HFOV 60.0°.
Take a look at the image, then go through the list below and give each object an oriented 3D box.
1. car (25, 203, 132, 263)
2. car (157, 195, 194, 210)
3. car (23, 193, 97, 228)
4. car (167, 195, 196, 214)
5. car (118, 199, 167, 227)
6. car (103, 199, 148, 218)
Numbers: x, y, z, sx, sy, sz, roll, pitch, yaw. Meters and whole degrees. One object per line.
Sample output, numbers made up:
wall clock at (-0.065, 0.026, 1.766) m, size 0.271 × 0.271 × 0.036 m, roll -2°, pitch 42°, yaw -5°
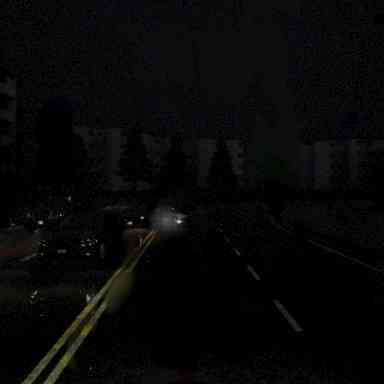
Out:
car at (-3.644, 1.376, 11.841) m, size 1.882 × 1.535 × 5.008 m, roll 0°, pitch 1°, yaw 1°
car at (-1.831, 1.145, 38.710) m, size 2.128 × 1.511 × 4.902 m, roll 0°, pitch 1°, yaw 27°
car at (-6.974, 1.065, 18.447) m, size 2.150 × 2.045 × 5.566 m, roll 0°, pitch 1°, yaw 4°
car at (-1.047, 1.281, 31.468) m, size 1.994 × 1.385 × 4.181 m, roll 0°, pitch 1°, yaw 19°
car at (-3.278, 1.357, 21.659) m, size 2.033 × 1.411 × 5.357 m, roll 0°, pitch 1°, yaw 5°
car at (-5.551, 1.351, 28.562) m, size 1.895 × 1.301 × 4.718 m, roll 0°, pitch 1°, yaw 15°
